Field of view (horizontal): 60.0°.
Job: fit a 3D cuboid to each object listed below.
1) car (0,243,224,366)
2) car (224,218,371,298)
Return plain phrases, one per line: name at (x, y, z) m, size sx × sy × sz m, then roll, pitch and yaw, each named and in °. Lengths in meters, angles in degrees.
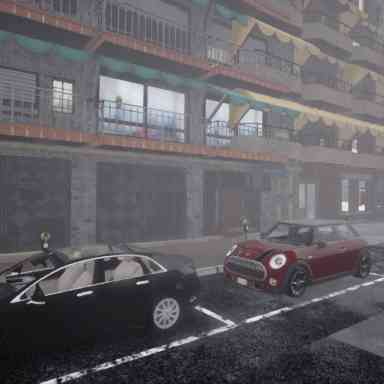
car at (-1.880, 1.551, 5.201) m, size 4.403 × 1.369 × 2.008 m, roll 0°, pitch 1°, yaw -35°
car at (2.729, 1.442, 8.472) m, size 4.097 × 1.590 × 1.967 m, roll 0°, pitch 1°, yaw -35°
